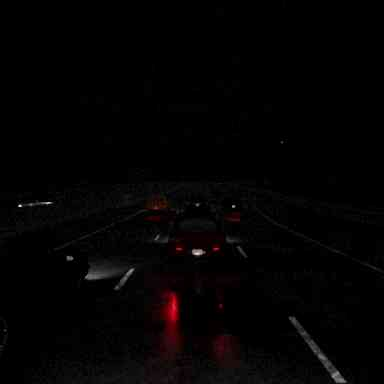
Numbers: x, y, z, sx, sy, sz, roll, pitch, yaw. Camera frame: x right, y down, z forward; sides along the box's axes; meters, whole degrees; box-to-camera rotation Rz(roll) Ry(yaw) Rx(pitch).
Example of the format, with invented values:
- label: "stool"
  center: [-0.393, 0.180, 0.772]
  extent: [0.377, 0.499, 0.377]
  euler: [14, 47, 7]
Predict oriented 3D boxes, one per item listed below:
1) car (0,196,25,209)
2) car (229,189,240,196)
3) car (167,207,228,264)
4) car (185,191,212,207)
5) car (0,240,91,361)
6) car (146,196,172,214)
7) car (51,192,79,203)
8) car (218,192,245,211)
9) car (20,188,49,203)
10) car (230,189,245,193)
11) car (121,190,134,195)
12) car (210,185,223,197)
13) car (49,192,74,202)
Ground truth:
- label: "car"
  center: [-13.850, 1.276, 22.697]
  extent: [1.882, 1.535, 5.008]
  euler: [0, 1, 1]
- label: "car"
  center: [8.822, 0.073, 69.151]
  extent: [1.812, 1.442, 4.674]
  euler: [0, 2, 2]
- label: "car"
  center: [0.178, 1.471, 11.507]
  extent: [1.812, 1.442, 4.674]
  euler: [0, 1, 1]
- label: "car"
  center: [0.494, 1.026, 28.873]
  extent: [2.097, 1.767, 4.553]
  euler: [0, 1, 1]
- label: "car"
  center: [-3.376, 1.532, 5.589]
  extent: [2.033, 1.411, 5.357]
  euler: [0, 0, 0]
- label: "car"
  center: [-2.966, 1.120, 30.515]
  extent: [1.882, 1.535, 5.008]
  euler: [0, 1, 1]
- label: "car"
  center: [-16.702, 0.915, 44.551]
  extent: [1.994, 1.385, 4.181]
  euler: [0, 1, 2]
- label: "car"
  center: [4.034, 1.061, 34.149]
  extent: [1.837, 1.490, 4.892]
  euler: [0, 1, 2]
- label: "car"
  center: [-22.862, 0.484, 48.417]
  extent: [2.150, 2.045, 5.566]
  euler: [0, 1, -1]
- label: "car"
  center: [8.312, 0.434, 59.109]
  extent: [1.837, 1.490, 4.892]
  euler: [0, 2, 4]
- label: "car"
  center: [-12.400, 0.363, 64.183]
  extent: [1.994, 1.385, 4.181]
  euler: [0, 2, 3]
- label: "car"
  center: [5.267, 0.017, 67.764]
  extent: [2.097, 1.767, 4.553]
  euler: [0, 2, 2]
- label: "car"
  center: [-19.890, 0.757, 50.948]
  extent: [1.994, 1.385, 4.181]
  euler: [0, 1, 2]
